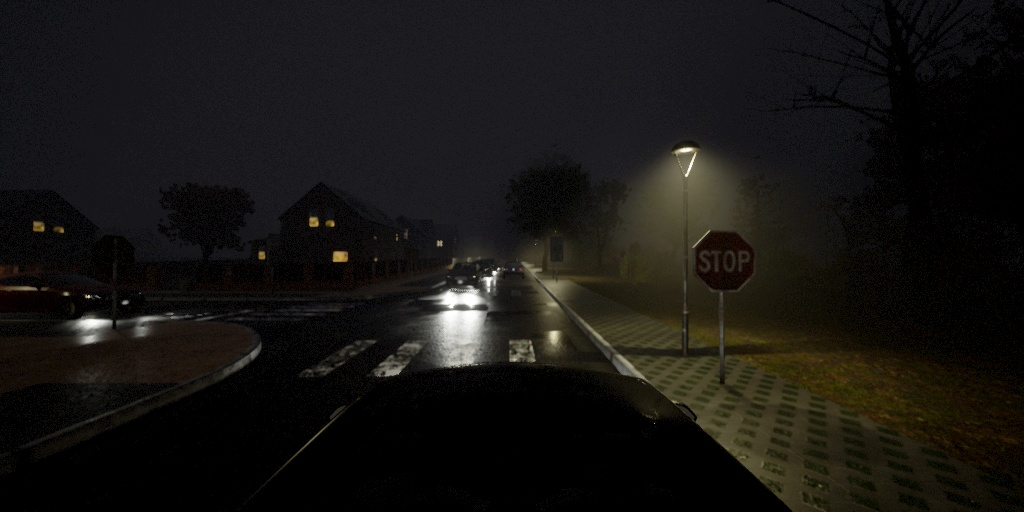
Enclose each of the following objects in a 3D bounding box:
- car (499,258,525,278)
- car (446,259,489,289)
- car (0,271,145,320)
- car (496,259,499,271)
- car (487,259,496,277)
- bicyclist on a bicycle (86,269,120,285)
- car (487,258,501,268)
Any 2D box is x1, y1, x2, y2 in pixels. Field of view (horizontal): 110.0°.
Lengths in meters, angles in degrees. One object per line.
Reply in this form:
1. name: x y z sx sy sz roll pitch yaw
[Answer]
1. car: 0.142 1.160 31.921 2.033 1.411 5.357 0 0 0
2. car: -2.826 1.144 22.071 2.128 1.511 4.902 0 0 0
3. car: -14.777 1.221 11.634 4.674 1.442 1.812 0 -1 2
4. car: -2.775 1.076 44.824 1.837 1.490 4.892 0 0 0
5. car: -2.802 1.112 33.794 1.837 1.490 4.892 0 0 0
6. bicyclist on a bicycle: -20.211 1.125 17.674 0.582 1.620 1.656 0 -1 2
7. car: -2.718 1.092 55.245 2.033 1.411 5.357 0 0 0
